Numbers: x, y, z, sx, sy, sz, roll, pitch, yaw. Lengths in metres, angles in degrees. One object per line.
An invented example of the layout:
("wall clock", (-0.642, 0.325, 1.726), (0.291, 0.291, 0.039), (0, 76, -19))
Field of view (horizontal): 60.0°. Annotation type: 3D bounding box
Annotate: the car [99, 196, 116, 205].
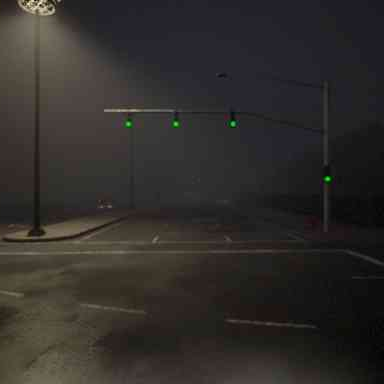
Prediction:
("car", (-14.915, 1.442, 58.852), (2.097, 1.767, 4.553), (0, -1, 0))
